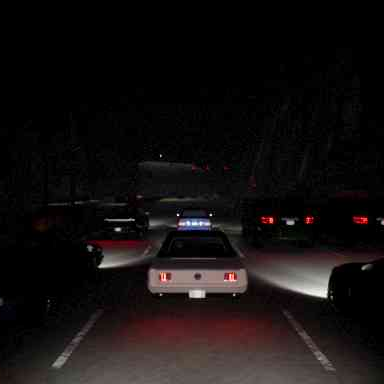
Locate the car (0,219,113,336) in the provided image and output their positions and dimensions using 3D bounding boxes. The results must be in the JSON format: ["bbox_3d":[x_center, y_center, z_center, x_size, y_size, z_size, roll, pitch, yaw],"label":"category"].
[{"bbox_3d":[-3.391,1.547,6.953,2.033,1.411,5.357,0,0,0],"label":"car"}]

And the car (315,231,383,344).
[{"bbox_3d":[3.605,1.564,4.815,1.994,1.385,4.181,0,0,0],"label":"car"}]

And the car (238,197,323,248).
[{"bbox_3d":[3.616,1.221,14.869,2.150,2.045,5.566,0,0,0],"label":"car"}]

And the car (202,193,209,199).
[{"bbox_3d":[3.890,1.217,93.169,2.128,1.511,4.902,0,1,1],"label":"car"}]

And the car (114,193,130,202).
[{"bbox_3d":[-13.880,1.463,64.614,1.837,1.490,4.892,0,0,0],"label":"car"}]

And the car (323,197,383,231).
[{"bbox_3d":[7.115,1.221,14.902,2.150,2.045,5.566,0,0,0],"label":"car"}]

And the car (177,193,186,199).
[{"bbox_3d":[-3.110,1.170,93.230,1.882,1.535,5.008,0,1,1],"label":"car"}]

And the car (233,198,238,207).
[{"bbox_3d":[7.536,1.547,50.777,2.033,1.411,5.357,0,0,-3],"label":"car"}]

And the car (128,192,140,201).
[{"bbox_3d":[-13.787,1.137,74.707,2.150,2.045,5.566,0,0,1],"label":"car"}]

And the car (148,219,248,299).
[{"bbox_3d":[0.111,1.601,8.384,1.895,1.301,4.718,0,0,0],"label":"car"}]

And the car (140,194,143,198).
[{"bbox_3d":[-13.690,1.335,84.887,1.812,1.442,4.674,0,1,1],"label":"car"}]

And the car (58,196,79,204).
[{"bbox_3d":[-24.379,1.436,64.684,1.882,1.535,5.008,0,0,0],"label":"car"}]

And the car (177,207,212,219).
[{"bbox_3d":[0.128,1.547,18.219,2.033,1.411,5.357,0,0,0],"label":"car"}]

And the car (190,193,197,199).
[{"bbox_3d":[0.394,1.242,93.579,1.994,1.385,4.181,0,1,1],"label":"car"}]

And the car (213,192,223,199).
[{"bbox_3d":[7.390,0.917,93.163,2.150,2.045,5.566,0,1,1],"label":"car"}]

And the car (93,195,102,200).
[{"bbox_3d":[-24.194,1.370,84.438,1.994,1.385,4.181,0,1,1],"label":"car"}]

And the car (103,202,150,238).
[{"bbox_3d":[-3.372,1.491,17.529,2.128,1.511,4.902,0,0,0],"label":"car"}]

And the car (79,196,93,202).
[{"bbox_3d":[-24.291,1.511,74.366,1.895,1.301,4.718,0,0,1],"label":"car"}]
